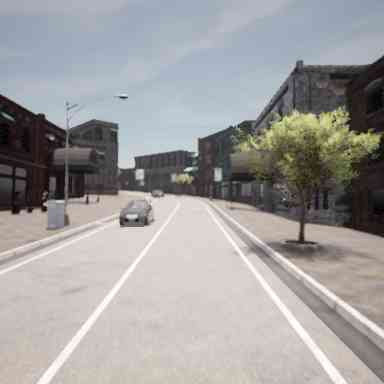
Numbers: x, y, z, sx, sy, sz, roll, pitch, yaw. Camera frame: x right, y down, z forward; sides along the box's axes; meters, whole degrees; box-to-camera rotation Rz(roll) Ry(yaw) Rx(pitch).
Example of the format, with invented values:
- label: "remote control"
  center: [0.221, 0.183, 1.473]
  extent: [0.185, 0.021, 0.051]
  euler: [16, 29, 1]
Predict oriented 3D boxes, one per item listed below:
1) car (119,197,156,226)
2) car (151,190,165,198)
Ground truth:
- label: "car"
  center: [-3.601, 1.353, 22.295]
  extent: [2.128, 1.511, 4.902]
  euler: [0, 1, 0]
- label: "car"
  center: [-6.559, 0.349, 63.926]
  extent: [2.128, 1.511, 4.902]
  euler: [1, 2, -17]
